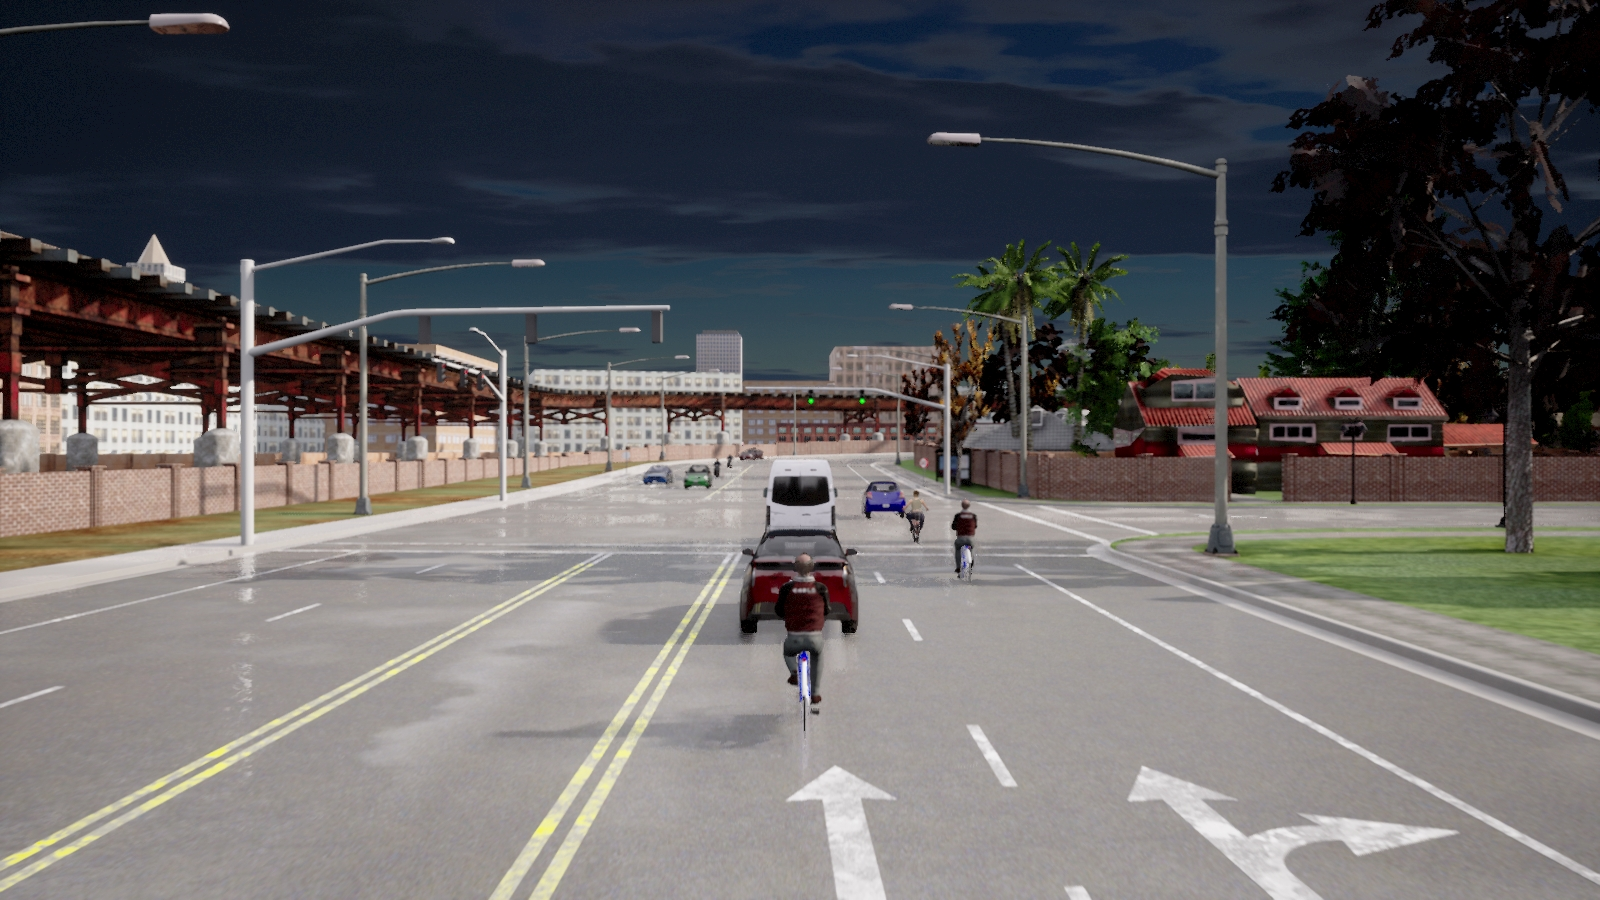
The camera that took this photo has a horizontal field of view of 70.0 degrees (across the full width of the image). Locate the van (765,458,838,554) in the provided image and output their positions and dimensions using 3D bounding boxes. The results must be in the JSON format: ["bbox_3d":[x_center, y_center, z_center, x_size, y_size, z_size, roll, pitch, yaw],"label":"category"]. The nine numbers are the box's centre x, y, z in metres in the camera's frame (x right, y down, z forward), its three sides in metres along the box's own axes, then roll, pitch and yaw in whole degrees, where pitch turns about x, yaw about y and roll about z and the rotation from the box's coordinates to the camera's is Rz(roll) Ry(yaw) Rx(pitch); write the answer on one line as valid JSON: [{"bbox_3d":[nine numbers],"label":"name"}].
[{"bbox_3d":[0.024,1.556,34.123,1.988,2.561,5.915,0,0,0],"label":"van"}]

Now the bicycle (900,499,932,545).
[{"bbox_3d":[3.516,2.168,34.654,0.859,1.301,1.487,0,0,1],"label":"bicycle"}]

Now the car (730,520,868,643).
[{"bbox_3d":[-0.011,2.052,18.878,2.007,1.525,4.514,0,0,0],"label":"car"}]

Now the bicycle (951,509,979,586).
[{"bbox_3d":[3.520,2.064,24.477,0.329,1.496,1.835,0,0,0],"label":"bicycle"}]

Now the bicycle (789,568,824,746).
[{"bbox_3d":[0.054,2.056,11.743,0.329,1.496,1.835,0,0,0],"label":"bicycle"}]

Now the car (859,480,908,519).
[{"bbox_3d":[3.502,2.051,48.480,1.845,1.501,3.633,0,0,0],"label":"car"}]
